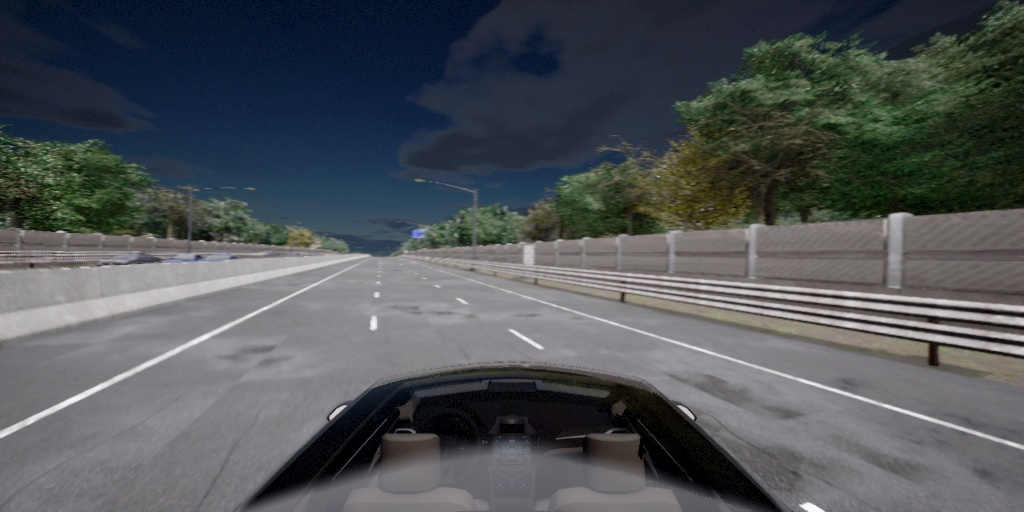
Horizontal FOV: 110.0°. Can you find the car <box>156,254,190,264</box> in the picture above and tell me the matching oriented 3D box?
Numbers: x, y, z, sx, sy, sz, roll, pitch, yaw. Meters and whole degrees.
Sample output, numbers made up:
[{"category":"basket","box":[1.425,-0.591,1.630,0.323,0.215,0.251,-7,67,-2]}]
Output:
[{"category":"car","box":[-28.401,0.533,31.427,1.812,1.442,4.674,2,0,-19]}]

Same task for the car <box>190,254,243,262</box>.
[{"category":"car","box":[-24.108,0.603,29.798,1.882,1.535,5.008,2,0,-20]}]

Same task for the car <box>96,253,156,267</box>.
[{"category":"car","box":[-31.568,0.462,29.895,2.033,1.411,5.357,2,0,-19]}]
